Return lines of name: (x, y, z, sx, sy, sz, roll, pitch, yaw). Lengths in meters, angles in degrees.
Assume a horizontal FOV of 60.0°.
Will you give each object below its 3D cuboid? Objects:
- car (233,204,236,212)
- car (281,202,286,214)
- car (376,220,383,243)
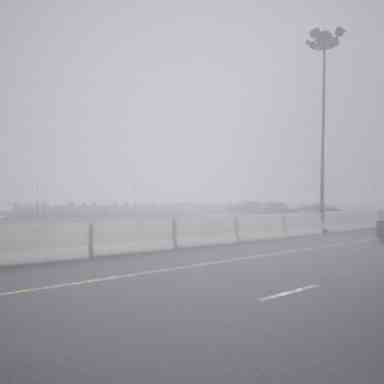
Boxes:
car: (6.220, 1.736, 38.521, 5.008, 1.535, 1.882, 1, -1, -35)
car: (11.380, 1.879, 33.605, 4.718, 1.301, 1.895, 1, -1, -35)
car: (10.581, 1.624, 15.594, 5.008, 1.535, 1.882, 1, 0, -36)
